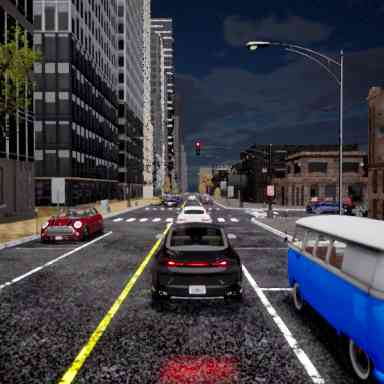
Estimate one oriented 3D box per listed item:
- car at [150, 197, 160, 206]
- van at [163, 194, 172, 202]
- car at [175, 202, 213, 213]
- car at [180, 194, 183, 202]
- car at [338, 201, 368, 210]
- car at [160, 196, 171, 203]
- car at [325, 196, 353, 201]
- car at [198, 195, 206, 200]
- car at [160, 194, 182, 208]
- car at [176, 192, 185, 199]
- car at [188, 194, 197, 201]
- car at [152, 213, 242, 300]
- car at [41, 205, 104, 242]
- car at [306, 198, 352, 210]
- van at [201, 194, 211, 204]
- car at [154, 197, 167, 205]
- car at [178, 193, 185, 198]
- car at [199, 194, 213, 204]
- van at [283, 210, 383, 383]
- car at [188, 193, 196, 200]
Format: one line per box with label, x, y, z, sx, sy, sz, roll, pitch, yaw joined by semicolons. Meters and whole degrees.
car;-5.790;1.511;53.960;1.752;1.417;4.829;-1;0;0
van;-5.601;1.322;76.706;1.690;1.788;3.998;-1;0;0
car;0.111;1.520;18.739;1.812;1.442;4.674;0;0;0
car;-3.014;1.510;60.785;1.812;1.442;4.674;0;0;0
car;16.446;1.793;31.034;4.313;1.339;1.947;1;0;1
car;-5.603;1.548;71.063;1.947;1.339;4.313;-1;0;0
car;16.562;1.410;39.410;5.009;1.841;2.192;1;0;1
car;2.765;1.530;93.576;2.008;1.369;4.403;-1;0;0
car;-3.051;1.478;48.489;2.128;1.511;4.902;0;0;0
car;-2.921;0.950;86.073;2.097;1.767;4.553;0;0;0
car;0.074;1.503;81.023;1.812;1.442;4.674;0;0;0
car;0.105;1.502;8.382;1.837;1.490;4.892;0;0;0
car;-5.689;1.435;16.183;1.967;1.590;4.097;-1;0;0
car;14.850;1.684;36.849;4.181;1.385;1.994;1;1;1
van;2.735;1.325;65.356;1.690;1.788;3.998;-1;0;0
car;-5.613;1.550;59.774;1.947;1.339;4.313;-1;0;0
car;-2.934;1.535;70.674;1.994;1.385;4.181;0;0;0
car;2.732;1.425;59.712;1.967;1.590;4.097;-1;0;0
van;2.680;1.340;5.091;1.690;1.788;3.998;-1;0;0
car;0.084;1.256;91.027;2.097;1.767;4.553;0;0;0
